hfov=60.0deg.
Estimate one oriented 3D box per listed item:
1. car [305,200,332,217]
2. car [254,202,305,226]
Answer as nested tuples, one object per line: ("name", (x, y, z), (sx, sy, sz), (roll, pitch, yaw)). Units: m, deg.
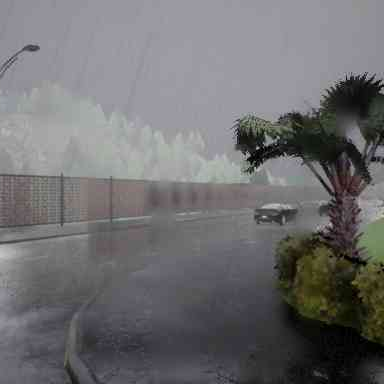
("car", (11.978, 1.491, 31.874), (2.128, 1.511, 4.902), (0, 0, 35))
("car", (6.182, 1.477, 23.806), (1.882, 1.535, 5.008), (0, 0, 36))
